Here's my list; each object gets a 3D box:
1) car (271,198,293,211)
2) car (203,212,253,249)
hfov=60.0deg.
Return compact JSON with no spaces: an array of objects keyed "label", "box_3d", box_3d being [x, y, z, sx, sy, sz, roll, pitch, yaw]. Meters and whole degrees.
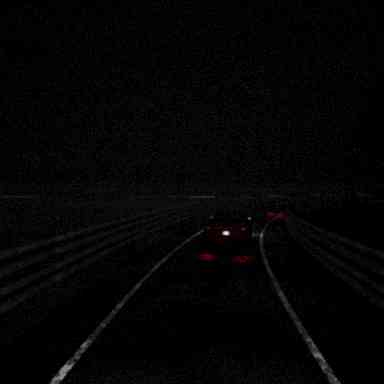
[{"label":"car","box_3d":[10.957,1.511,40.055,2.128,1.511,4.902,2,1,30]},{"label":"car","box_3d":[1.703,1.584,15.007,1.994,1.385,4.181,1,0,11]}]
